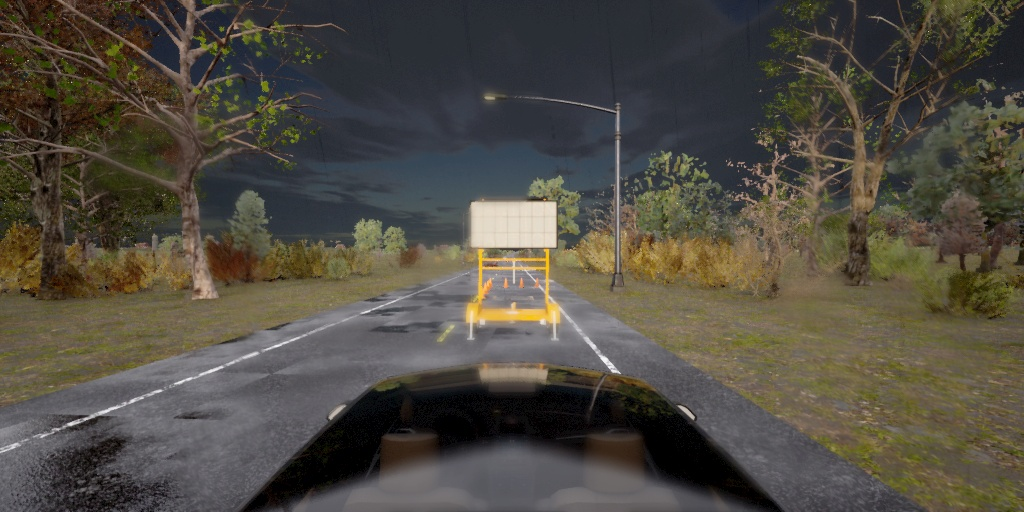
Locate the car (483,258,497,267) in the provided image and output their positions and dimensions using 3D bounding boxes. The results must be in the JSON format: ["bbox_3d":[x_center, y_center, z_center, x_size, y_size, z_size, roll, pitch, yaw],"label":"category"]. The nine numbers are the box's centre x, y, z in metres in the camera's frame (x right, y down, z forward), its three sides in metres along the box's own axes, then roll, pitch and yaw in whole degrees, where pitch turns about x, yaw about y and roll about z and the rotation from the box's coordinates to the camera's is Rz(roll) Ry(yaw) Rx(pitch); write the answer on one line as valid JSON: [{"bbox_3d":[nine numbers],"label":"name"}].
[{"bbox_3d":[-3.437,1.074,57.312,2.097,1.767,4.553,0,0,0],"label":"car"}]

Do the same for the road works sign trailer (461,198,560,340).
[{"bbox_3d":[0.055,0.211,9.930,2.380,3.560,2.880,0,0,2],"label":"road works sign trailer"}]
